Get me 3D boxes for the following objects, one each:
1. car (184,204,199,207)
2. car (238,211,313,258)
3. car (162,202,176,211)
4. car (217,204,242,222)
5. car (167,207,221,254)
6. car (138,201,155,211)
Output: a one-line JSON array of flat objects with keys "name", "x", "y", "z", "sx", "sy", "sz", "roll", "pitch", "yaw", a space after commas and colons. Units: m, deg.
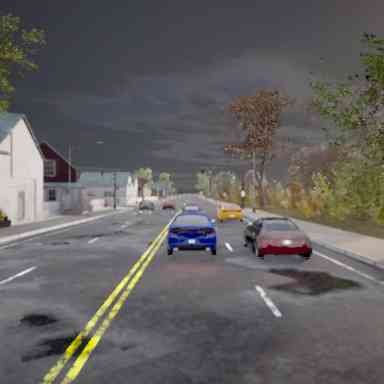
[{"name": "car", "x": -0.011, "y": 1.803, "z": 28.895, "sx": 1.812, "sy": 1.442, "sz": 4.674, "roll": 0, "pitch": 0, "yaw": 0}, {"name": "car", "x": 3.251, "y": 1.695, "z": 13.319, "sx": 1.994, "sy": 1.385, "sz": 4.181, "roll": 0, "pitch": 0, "yaw": 0}, {"name": "car", "x": -3.319, "y": 2.056, "z": 48.786, "sx": 1.895, "sy": 1.301, "sz": 4.718, "roll": 0, "pitch": -1, "yaw": 0}, {"name": "car", "x": 3.241, "y": 1.759, "z": 29.248, "sx": 1.882, "sy": 1.535, "sz": 5.008, "roll": 0, "pitch": 0, "yaw": 0}, {"name": "car", "x": 0.009, "y": 1.617, "z": 14.252, "sx": 1.882, "sy": 1.535, "sz": 5.008, "roll": 0, "pitch": 0, "yaw": 0}, {"name": "car", "x": -6.571, "y": 2.017, "z": 48.594, "sx": 1.994, "sy": 1.385, "sz": 4.181, "roll": 0, "pitch": -1, "yaw": 0}]
